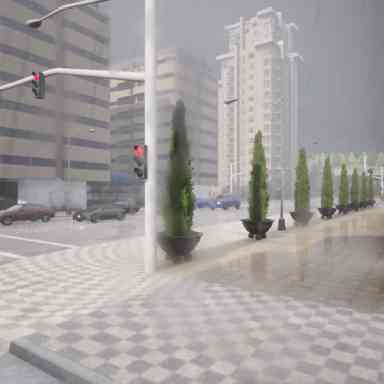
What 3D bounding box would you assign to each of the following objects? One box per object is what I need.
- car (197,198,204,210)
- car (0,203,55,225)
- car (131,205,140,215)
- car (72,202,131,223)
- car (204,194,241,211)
[{"bbox_3d":[0.754,1.533,43.873,1.882,1.535,5.008,0,1,35],"label":"car"},{"bbox_3d":[-12.475,1.581,24.627,1.812,1.442,4.674,0,0,34],"label":"car"},{"bbox_3d":[-7.336,1.656,32.136,1.895,1.301,4.718,0,0,35],"label":"car"},{"bbox_3d":[-7.206,1.619,26.147,1.994,1.385,4.181,0,0,35],"label":"car"},{"bbox_3d":[4.313,1.274,42.867,2.150,2.045,5.566,0,0,35],"label":"car"}]
